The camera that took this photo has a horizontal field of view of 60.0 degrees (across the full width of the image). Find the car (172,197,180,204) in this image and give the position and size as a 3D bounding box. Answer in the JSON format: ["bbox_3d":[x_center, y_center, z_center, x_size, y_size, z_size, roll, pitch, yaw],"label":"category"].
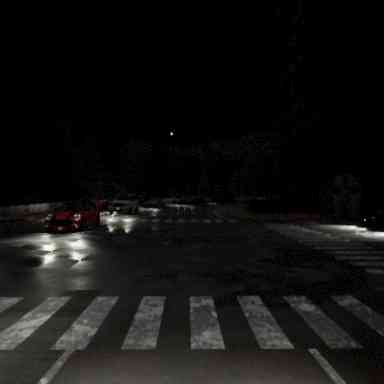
[{"bbox_3d":[-1.580,1.522,60.526,1.812,1.442,4.674,0,0,42],"label":"car"}]

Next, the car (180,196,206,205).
[{"bbox_3d":[0.629,1.522,57.413,1.812,1.442,4.674,0,0,39],"label":"car"}]

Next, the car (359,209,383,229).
[{"bbox_3d":[13.098,1.618,21.332,4.181,1.385,1.994,0,0,0],"label":"car"}]

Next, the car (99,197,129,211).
[{"bbox_3d":[-9.726,1.475,42.142,1.882,1.535,5.008,0,0,10],"label":"car"}]

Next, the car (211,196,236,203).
[{"bbox_3d":[6.427,1.543,67.127,5.357,1.411,2.033,0,0,-33],"label":"car"}]

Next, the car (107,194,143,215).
[{"bbox_3d":[-6.915,1.222,34.159,2.150,2.045,5.566,0,0,2],"label":"car"}]

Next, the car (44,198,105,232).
[{"bbox_3d":[-7.070,1.370,20.126,2.097,1.767,4.553,0,0,0],"label":"car"}]

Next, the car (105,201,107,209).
[{"bbox_3d":[-10.396,1.350,32.945,2.097,1.767,4.553,0,0,3],"label":"car"}]

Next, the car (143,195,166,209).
[{"bbox_3d":[-5.192,1.523,46.631,1.812,1.442,4.674,0,0,19],"label":"car"}]

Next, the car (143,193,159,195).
[{"bbox_3d":[-6.962,1.218,51.828,2.150,2.045,5.566,0,0,26],"label":"car"}]
